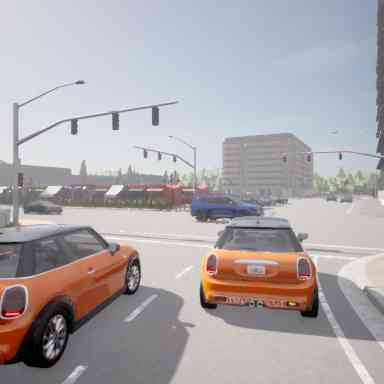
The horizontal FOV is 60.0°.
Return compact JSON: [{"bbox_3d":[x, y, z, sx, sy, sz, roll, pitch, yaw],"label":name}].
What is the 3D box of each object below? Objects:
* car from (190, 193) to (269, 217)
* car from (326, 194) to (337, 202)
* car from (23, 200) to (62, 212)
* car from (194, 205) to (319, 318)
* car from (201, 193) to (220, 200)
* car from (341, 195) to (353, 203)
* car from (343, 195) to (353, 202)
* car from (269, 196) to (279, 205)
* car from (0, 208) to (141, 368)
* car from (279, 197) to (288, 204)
[{"bbox_3d":[2.542,1.265,24.819,5.566,2.045,2.150,0,0,28],"label":"car"},{"bbox_3d":[33.386,1.355,79.371,2.097,1.767,4.553,0,0,27],"label":"car"},{"bbox_3d":[-15.424,1.581,34.284,4.674,1.442,1.812,0,0,28],"label":"car"},{"bbox_3d":[1.603,1.352,7.770,2.097,1.767,4.553,0,0,14],"label":"car"},{"bbox_3d":[4.879,1.209,86.910,4.605,1.855,1.932,0,0,28],"label":"car"},{"bbox_3d":[31.954,1.595,68.991,1.895,1.301,4.718,0,0,27],"label":"car"},{"bbox_3d":[36.526,1.500,77.823,1.837,1.490,4.892,0,0,27],"label":"car"},{"bbox_3d":[11.940,1.352,53.366,2.097,1.767,4.553,0,0,27],"label":"car"},{"bbox_3d":[-2.509,1.352,6.052,2.097,1.767,4.553,0,0,9],"label":"car"},{"bbox_3d":[16.565,1.601,62.209,1.895,1.301,4.718,0,0,28],"label":"car"}]
